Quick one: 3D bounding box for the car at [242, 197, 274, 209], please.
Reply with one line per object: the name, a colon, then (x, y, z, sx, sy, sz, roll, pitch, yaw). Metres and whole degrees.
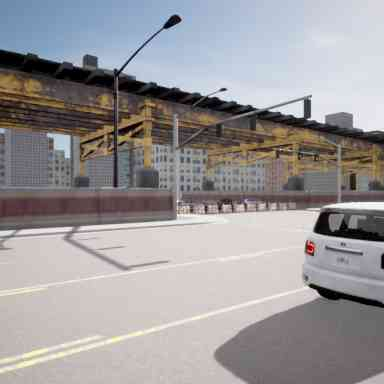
car: (8.000, 1.295, 42.969, 4.536, 1.218, 1.853, 0, 0, -7)

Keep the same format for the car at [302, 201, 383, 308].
car: (4.732, 1.221, 7.133, 5.566, 2.045, 2.150, 0, 0, -35)

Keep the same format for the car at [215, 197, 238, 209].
car: (4.148, 1.295, 39.275, 1.853, 1.218, 4.536, 0, 0, 18)

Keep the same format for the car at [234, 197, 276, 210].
car: (8.052, 1.453, 42.975, 4.974, 1.542, 2.038, 0, 0, -7)

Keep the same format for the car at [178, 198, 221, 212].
car: (0.381, 1.453, 36.549, 4.974, 1.542, 2.038, 0, 0, 8)

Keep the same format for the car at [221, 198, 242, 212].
car: (4.133, 1.453, 39.225, 2.038, 1.542, 4.974, 0, 0, 18)

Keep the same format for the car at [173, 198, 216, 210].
car: (0.330, 1.295, 36.556, 4.536, 1.218, 1.853, 0, 0, 8)
